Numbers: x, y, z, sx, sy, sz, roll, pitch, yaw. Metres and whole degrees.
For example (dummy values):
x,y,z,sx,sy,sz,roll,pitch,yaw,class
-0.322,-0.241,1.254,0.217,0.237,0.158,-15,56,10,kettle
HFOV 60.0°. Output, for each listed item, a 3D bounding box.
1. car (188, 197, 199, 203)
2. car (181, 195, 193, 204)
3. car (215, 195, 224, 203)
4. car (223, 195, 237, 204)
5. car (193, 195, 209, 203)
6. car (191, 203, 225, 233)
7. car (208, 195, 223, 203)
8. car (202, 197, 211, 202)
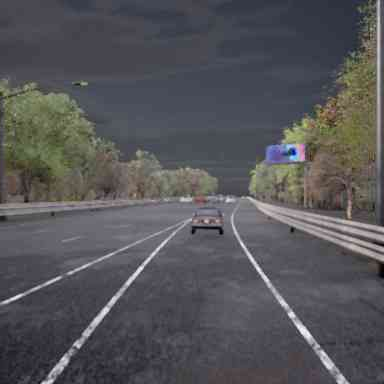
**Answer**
x,y,z,sx,sy,sz,roll,pitch,yaw,class
0.407,2.018,89.429,2.128,1.511,4.902,0,-1,9,car
-1.218,1.781,79.168,2.150,2.045,5.566,0,-1,9,car
7.327,1.731,88.366,2.150,2.045,5.566,0,-1,9,car
9.152,1.801,77.525,2.150,2.045,5.566,0,-1,9,car
2.239,1.788,78.619,2.150,2.045,5.566,0,-1,9,car
0.995,1.648,20.273,2.033,1.411,5.357,0,0,5,car
5.691,2.094,78.040,2.128,1.511,4.902,0,-1,9,car
3.869,2.095,88.910,1.895,1.301,4.718,0,-1,9,car
